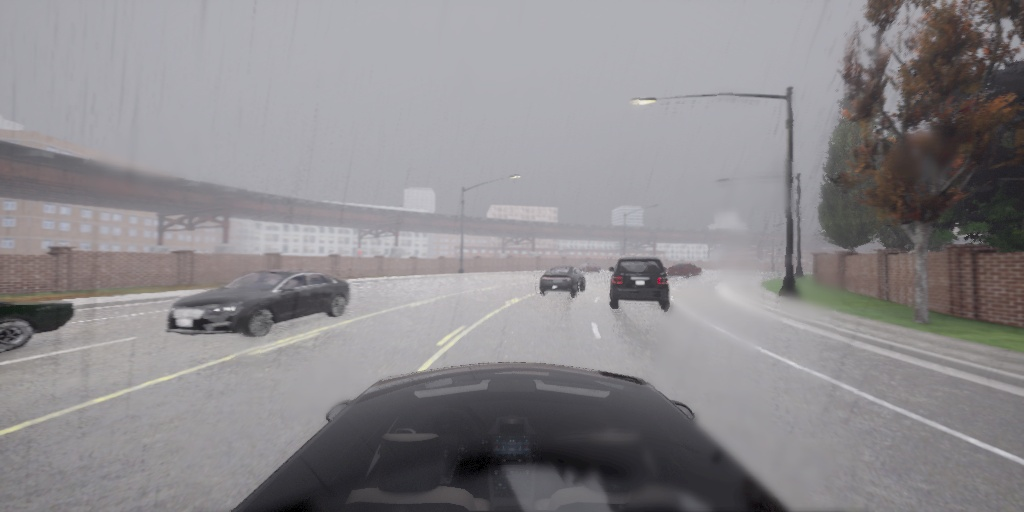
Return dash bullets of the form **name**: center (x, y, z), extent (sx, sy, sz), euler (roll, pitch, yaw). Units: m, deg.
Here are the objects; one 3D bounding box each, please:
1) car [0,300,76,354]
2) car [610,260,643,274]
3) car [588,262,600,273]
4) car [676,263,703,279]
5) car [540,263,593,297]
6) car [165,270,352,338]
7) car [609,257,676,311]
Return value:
- **car**: center (-10.552, 1.171, 5.553), extent (1.895, 1.301, 4.718), euler (1, 0, 3)
- **car**: center (15.249, 1.429, 47.757), extent (4.553, 1.767, 2.097), euler (1, -1, -39)
- **car**: center (9.928, 1.582, 47.752), extent (4.674, 1.442, 1.812), euler (1, -1, -43)
- **car**: center (17.791, 1.455, 36.638), extent (5.008, 1.535, 1.882), euler (0, -2, -43)
- **car**: center (2.892, 1.310, 19.623), extent (2.128, 1.511, 4.902), euler (0, 0, 20)
- **car**: center (-6.476, 1.151, 9.918), extent (2.128, 1.511, 4.902), euler (1, 0, 9)
- **car**: center (5.442, 1.063, 15.495), extent (2.150, 2.045, 5.566), euler (0, 0, 18)
